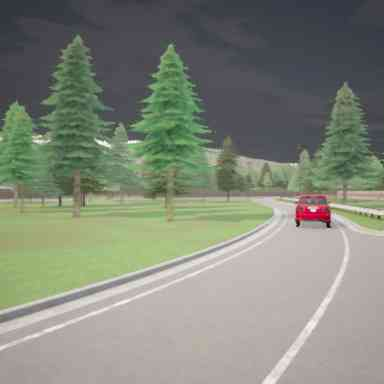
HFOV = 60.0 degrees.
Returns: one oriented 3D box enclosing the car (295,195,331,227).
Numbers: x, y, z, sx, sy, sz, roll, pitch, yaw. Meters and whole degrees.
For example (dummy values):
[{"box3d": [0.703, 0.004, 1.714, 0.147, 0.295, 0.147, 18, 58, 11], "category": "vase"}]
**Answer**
[{"box3d": [8.380, 1.229, 23.089, 2.150, 2.045, 5.566, 0, 0, 19], "category": "car"}]
